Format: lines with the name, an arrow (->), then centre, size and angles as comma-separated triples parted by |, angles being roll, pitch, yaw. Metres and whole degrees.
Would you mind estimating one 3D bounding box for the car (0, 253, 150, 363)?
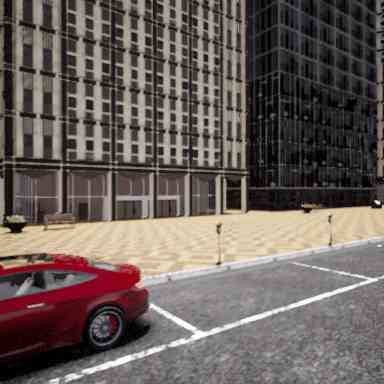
car -> -2.622, 1.590, 4.684 | 4.206, 1.307, 1.802 | 0, 0, -36
